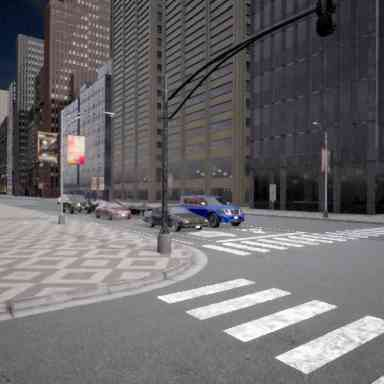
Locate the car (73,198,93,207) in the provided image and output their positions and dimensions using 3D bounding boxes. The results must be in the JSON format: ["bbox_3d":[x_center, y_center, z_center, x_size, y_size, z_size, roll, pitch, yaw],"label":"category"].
[{"bbox_3d":[-18.686,1.733,56.745,1.837,1.490,4.892,1,-1,-36],"label":"car"}]

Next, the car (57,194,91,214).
[{"bbox_3d":[-13.117,1.322,37.461,2.150,2.045,5.566,1,-1,-36],"label":"car"}]

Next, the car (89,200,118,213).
[{"bbox_3d":[-10.605,1.651,39.531,1.812,1.442,4.674,1,-1,-35],"label":"car"}]

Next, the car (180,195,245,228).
[{"bbox_3d":[1.131,1.267,23.092,2.150,2.045,5.566,1,-1,-36],"label":"car"}]

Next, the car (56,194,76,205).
[{"bbox_3d":[-24.738,1.489,65.205,2.150,2.045,5.566,1,-1,-36],"label":"car"}]

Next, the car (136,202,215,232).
[{"bbox_3d":[-1.197,1.567,20.769,2.033,1.411,5.357,1,-1,-35],"label":"car"}]

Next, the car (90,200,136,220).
[{"bbox_3d":[-6.893,1.584,28.736,1.812,1.442,4.674,1,-1,-36],"label":"car"}]
